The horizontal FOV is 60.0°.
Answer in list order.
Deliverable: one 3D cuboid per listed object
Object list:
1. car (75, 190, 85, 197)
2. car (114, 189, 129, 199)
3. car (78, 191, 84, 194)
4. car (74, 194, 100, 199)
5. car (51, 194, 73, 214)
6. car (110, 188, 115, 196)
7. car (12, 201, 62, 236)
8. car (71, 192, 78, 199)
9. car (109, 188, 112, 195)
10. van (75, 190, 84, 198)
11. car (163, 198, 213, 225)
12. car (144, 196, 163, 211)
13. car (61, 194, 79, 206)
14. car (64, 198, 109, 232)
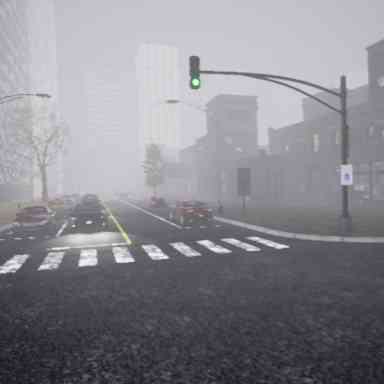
[{"bbox_3d":[-27.298,0.426,81.145,1.967,1.590,4.097,-2,1,-17],"label":"car"},{"bbox_3d":[-12.896,0.544,62.328,2.008,1.369,4.403,-2,1,-17],"label":"car"},{"bbox_3d":[-11.470,0.956,37.491,1.882,1.535,5.008,-2,1,-17],"label":"car"},{"bbox_3d":[-8.604,1.173,27.930,1.994,1.385,4.181,-2,1,-17],"label":"car"},{"bbox_3d":[-11.309,1.206,27.922,1.752,1.417,4.829,-2,1,-17],"label":"car"},{"bbox_3d":[-17.678,0.355,78.248,1.947,1.339,4.313,-2,1,-17],"label":"car"},{"bbox_3d":[-8.168,1.404,17.473,1.802,1.307,4.206,-2,1,-17],"label":"car"},{"bbox_3d":[-14.544,1.085,38.697,2.008,1.369,4.403,-2,1,-17],"label":"car"},{"bbox_3d":[-19.322,0.245,83.717,1.752,1.417,4.829,-2,1,-17],"label":"car"},{"bbox_3d":[-25.707,0.395,75.837,1.690,1.788,3.998,-2,1,-17],"label":"van"},{"bbox_3d":[-0.145,1.103,19.879,1.887,1.381,4.507,-2,1,-17],"label":"car"},{"bbox_3d":[-3.333,0.996,30.493,1.802,1.307,4.206,-2,1,-17],"label":"car"},{"bbox_3d":[-16.138,1.029,44.004,1.947,1.339,4.313,-2,1,-17],"label":"car"},{"bbox_3d":[-5.758,1.303,18.383,1.994,1.385,4.181,-2,1,-19],"label":"car"}]
